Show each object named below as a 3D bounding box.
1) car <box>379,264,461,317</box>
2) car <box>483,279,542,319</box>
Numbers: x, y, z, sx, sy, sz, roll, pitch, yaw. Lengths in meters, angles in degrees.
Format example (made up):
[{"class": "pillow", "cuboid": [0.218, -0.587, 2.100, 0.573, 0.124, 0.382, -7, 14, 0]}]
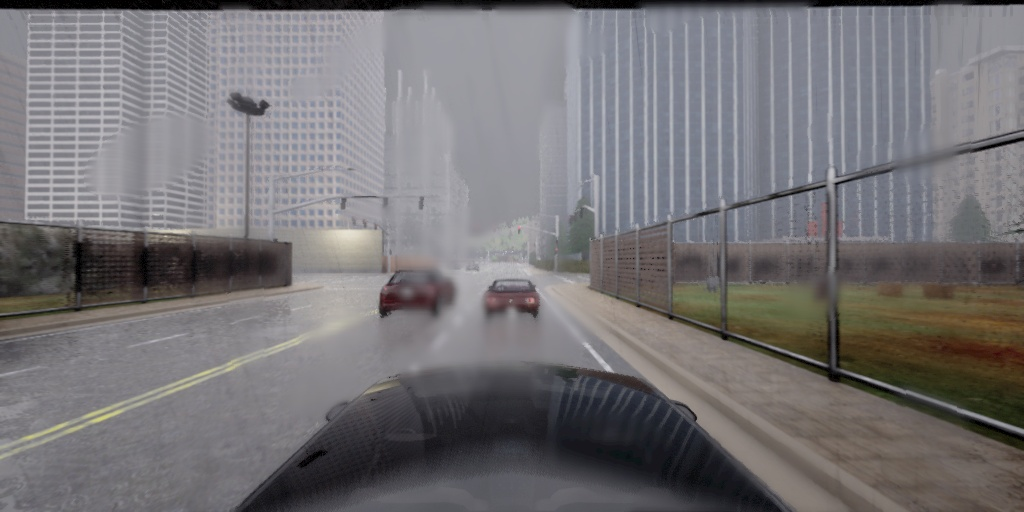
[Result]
[{"class": "car", "cuboid": [-3.458, 1.251, 14.061, 2.097, 1.767, 4.553, 0, -1, 1]}, {"class": "car", "cuboid": [0.035, 1.494, 13.533, 1.895, 1.301, 4.718, 0, -1, 1]}]
